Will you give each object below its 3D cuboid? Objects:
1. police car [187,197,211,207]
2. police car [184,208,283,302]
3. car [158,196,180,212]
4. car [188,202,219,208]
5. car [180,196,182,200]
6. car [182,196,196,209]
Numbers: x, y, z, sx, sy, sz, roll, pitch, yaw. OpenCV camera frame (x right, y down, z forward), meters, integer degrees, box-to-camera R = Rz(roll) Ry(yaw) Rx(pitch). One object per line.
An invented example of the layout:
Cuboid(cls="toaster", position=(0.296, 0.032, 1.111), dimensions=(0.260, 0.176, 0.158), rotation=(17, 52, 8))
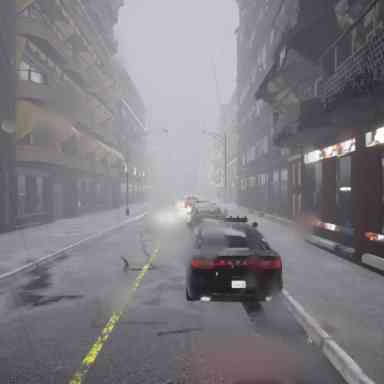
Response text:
Cuboid(cls="police car", position=(0.825, 1.434, 24.453), dimensions=(1.930, 1.638, 5.238), rotation=(0, 0, 0))
Cuboid(cls="police car", position=(0.825, 1.427, 8.452), dimensions=(1.930, 1.638, 5.238), rotation=(0, 0, 0))
Cuboid(cls="car", position=(-2.849, 1.512, 39.097), dimensions=(2.128, 1.511, 4.902), rotation=(0, 0, 0))
Cuboid(cls="car", position=(0.825, 1.511, 18.343), dimensions=(1.837, 1.490, 4.892), rotation=(0, 0, 0))
Cuboid(cls="car", position=(-2.748, 1.657, 88.321), dimensions=(1.994, 1.385, 4.181), rotation=(0, 0, 0))
Cuboid(cls="car", position=(0.033, 1.383, 47.137), dimensions=(2.097, 1.767, 4.553), rotation=(0, 0, 0))
